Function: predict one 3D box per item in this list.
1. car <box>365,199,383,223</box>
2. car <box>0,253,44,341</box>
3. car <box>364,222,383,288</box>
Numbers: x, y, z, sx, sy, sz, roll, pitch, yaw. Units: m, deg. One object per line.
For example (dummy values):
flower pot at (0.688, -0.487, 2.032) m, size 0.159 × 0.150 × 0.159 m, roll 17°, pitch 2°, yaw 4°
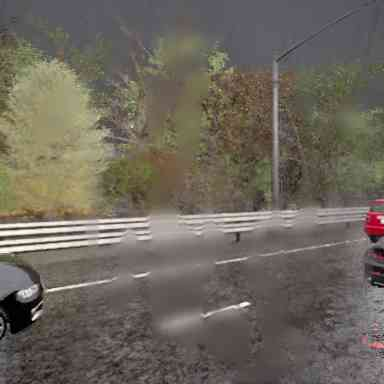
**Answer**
car at (10.342, 1.352, 15.732) m, size 5.566 × 2.045 × 2.150 m, roll 0°, pitch -1°, yaw -37°
car at (-4.669, 1.408, 4.528) m, size 4.902 × 1.511 × 2.128 m, roll 2°, pitch 9°, yaw -36°
car at (6.151, 1.573, 8.288) m, size 4.892 × 1.490 × 1.837 m, roll 0°, pitch -1°, yaw -36°
